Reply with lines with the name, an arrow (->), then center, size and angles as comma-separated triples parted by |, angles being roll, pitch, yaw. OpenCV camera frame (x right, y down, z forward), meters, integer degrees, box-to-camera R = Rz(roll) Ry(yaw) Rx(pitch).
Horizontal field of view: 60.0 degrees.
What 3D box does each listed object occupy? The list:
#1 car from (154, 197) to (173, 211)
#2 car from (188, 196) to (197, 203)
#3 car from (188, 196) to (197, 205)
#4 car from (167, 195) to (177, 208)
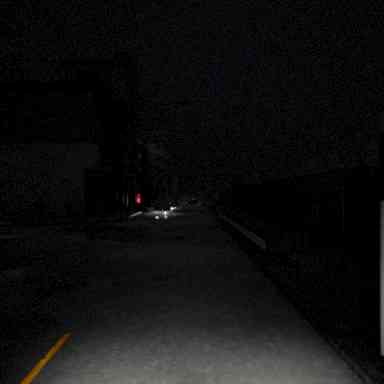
car -> -4.026, 1.823, 45.378 | 1.994, 1.385, 4.181 | 0, 0, 0
car -> 0.110, 1.745, 76.378 | 1.882, 1.535, 5.008 | 0, 0, 0
car -> 0.097, 1.867, 65.957 | 2.128, 1.511, 4.902 | 0, 0, 0
car -> -4.004, 1.666, 55.110 | 2.097, 1.767, 4.553 | 0, 0, 0
